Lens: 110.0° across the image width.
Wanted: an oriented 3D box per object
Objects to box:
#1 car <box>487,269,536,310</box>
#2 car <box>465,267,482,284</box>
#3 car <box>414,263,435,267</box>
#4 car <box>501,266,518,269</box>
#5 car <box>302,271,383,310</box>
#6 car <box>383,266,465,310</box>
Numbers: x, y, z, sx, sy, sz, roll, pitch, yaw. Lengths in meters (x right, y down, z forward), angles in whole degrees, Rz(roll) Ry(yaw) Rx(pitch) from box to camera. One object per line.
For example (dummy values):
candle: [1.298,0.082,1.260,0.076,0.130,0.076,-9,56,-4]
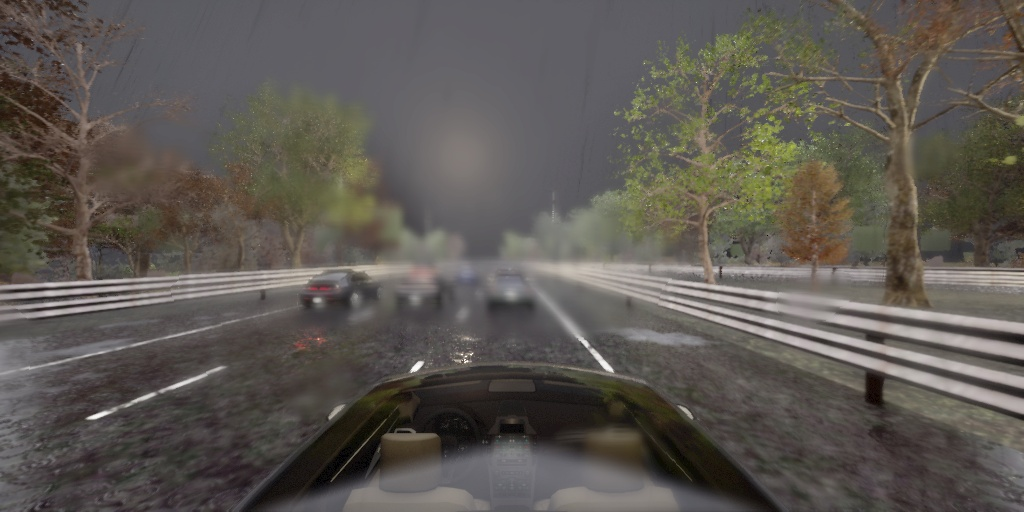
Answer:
car: [-0.030,1.458,15.569,1.994,1.385,4.181,0,-1,0]
car: [-3.727,1.621,30.616,1.994,1.385,4.181,0,-1,-1]
car: [-7.225,1.406,30.420,2.097,1.767,4.553,0,-1,-1]
car: [-0.228,1.549,30.622,2.128,1.511,4.902,0,-1,-1]
car: [-7.029,1.401,15.487,1.837,1.490,4.892,0,0,0]
car: [-3.528,1.386,15.509,2.128,1.511,4.902,0,0,0]
